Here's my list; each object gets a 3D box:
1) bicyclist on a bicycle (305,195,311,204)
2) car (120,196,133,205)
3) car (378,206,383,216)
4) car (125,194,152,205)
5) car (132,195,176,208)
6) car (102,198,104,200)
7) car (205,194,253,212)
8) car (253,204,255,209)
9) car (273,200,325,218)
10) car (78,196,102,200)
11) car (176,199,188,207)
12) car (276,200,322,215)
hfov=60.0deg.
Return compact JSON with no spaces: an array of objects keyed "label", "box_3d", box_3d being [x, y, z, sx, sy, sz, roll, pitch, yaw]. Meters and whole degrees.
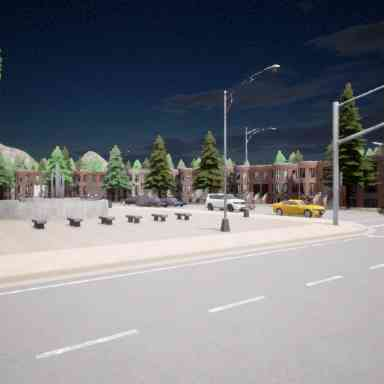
[{"label":"bicyclist on a bicycle","box_3d":[16.257,1.303,46.652,1.656,1.620,0.582,0,0,-37]},{"label":"car","box_3d":[-10.071,1.505,57.567,4.892,1.490,1.837,0,0,22]},{"label":"car","box_3d":[19.235,1.564,30.129,1.994,1.385,4.181,0,0,-36]},{"label":"car","box_3d":[-9.826,1.352,61.188,4.553,1.767,2.097,0,0,21]},{"label":"car","box_3d":[-5.453,1.548,47.261,5.357,1.411,2.033,0,0,33]},{"label":"car","box_3d":[-19.439,1.491,63.892,4.902,1.511,2.128,0,0,7]},{"label":"car","box_3d":[3.901,1.221,38.685,2.150,2.045,5.566,0,0,-39]},{"label":"car","box_3d":[5.761,1.526,41.778,1.812,1.442,4.674,0,0,-41]},{"label":"car","box_3d":[9.824,1.478,30.816,1.882,1.535,5.008,0,0,-37]},{"label":"car","box_3d":[-19.742,1.547,60.382,5.357,1.411,2.033,0,0,9]},{"label":"car","box_3d":[-3.266,1.548,50.010,5.357,1.411,2.033,0,0,34]},{"label":"car","box_3d":[11.143,1.564,34.889,1.994,1.385,4.181,0,0,-37]}]
